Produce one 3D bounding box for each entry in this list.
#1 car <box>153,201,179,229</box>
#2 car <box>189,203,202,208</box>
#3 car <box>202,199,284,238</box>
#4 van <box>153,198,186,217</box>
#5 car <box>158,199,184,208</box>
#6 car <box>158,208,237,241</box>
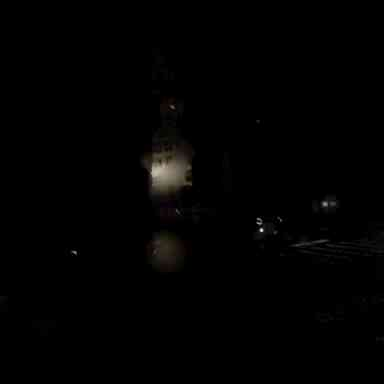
[{"bbox_3d":[-3.019,1.674,22.388,1.967,1.590,4.097,-2,0,-36],"label":"car"},{"bbox_3d":[0.608,1.747,31.966,1.752,1.417,4.829,-2,0,-36],"label":"car"},{"bbox_3d":[2.918,1.478,18.659,2.097,1.767,4.553,-1,0,-35],"label":"car"},{"bbox_3d":[-2.503,1.632,36.302,1.690,1.788,3.998,-2,0,-36],"label":"van"},{"bbox_3d":[-2.766,1.601,26.623,2.097,1.767,4.553,-1,0,-36],"label":"car"},{"bbox_3d":[0.190,1.747,17.913,1.802,1.307,4.206,-2,0,-36],"label":"car"}]
